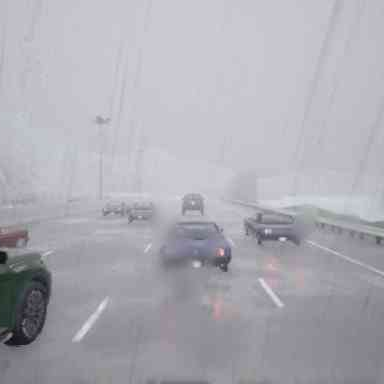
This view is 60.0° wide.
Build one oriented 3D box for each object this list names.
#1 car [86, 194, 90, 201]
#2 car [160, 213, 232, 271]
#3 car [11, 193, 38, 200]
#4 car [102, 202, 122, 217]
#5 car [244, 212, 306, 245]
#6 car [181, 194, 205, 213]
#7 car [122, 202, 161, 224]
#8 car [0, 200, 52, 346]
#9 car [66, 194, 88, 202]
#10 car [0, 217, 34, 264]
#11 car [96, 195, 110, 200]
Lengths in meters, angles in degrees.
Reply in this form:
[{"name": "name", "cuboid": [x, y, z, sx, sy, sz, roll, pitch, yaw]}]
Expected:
[{"name": "car", "cuboid": [-24.434, 1.261, 74.191, 2.097, 1.767, 4.553, 0, 0, 1]}, {"name": "car", "cuboid": [0.100, 1.587, 10.813, 1.895, 1.301, 4.718, 0, 0, 0]}, {"name": "car", "cuboid": [-28.031, 1.150, 55.846, 2.150, 2.045, 5.566, 0, 0, 1]}, {"name": "car", "cuboid": [-6.899, 1.562, 31.043, 1.895, 1.301, 4.718, 0, 0, 0]}, {"name": "car", "cuboid": [3.600, 1.582, 15.391, 1.895, 1.301, 4.718, 0, 0, 0]}, {"name": "car", "cuboid": [0.100, 1.179, 34.073, 2.150, 2.045, 5.566, 0, 0, 0]}, {"name": "car", "cuboid": [-3.400, 1.461, 24.283, 2.128, 1.511, 4.902, 0, 0, 0]}, {"name": "car", "cuboid": [-3.401, 1.217, 3.186, 2.150, 2.045, 5.566, 0, 0, 0]}, {"name": "car", "cuboid": [-21.022, 1.524, 60.166, 1.895, 1.301, 4.718, 0, 0, 1]}, {"name": "car", "cuboid": [-6.894, 1.588, 10.118, 1.895, 1.301, 4.718, 0, 0, 0]}, {"name": "car", "cuboid": [-17.506, 1.431, 65.835, 2.128, 1.511, 4.902, 0, 0, 0]}]
